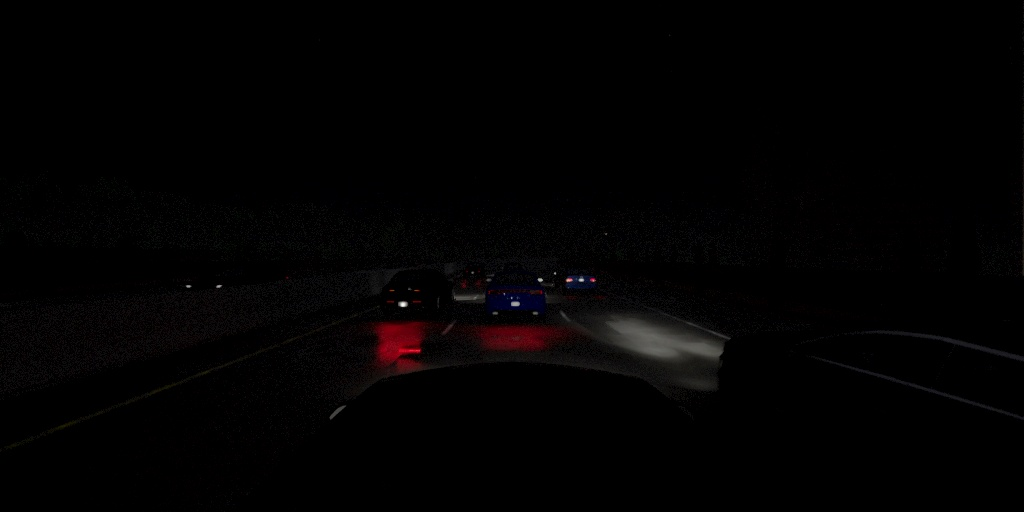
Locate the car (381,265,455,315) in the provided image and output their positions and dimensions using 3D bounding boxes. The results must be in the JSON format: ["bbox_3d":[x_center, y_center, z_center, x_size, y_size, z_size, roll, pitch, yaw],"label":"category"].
[{"bbox_3d":[-3.401,1.253,13.615,1.837,1.490,4.892,0,0,0],"label":"car"}]

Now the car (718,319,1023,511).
[{"bbox_3d":[3.600,1.241,2.733,2.128,1.511,4.902,0,0,0],"label":"car"}]

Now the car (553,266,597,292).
[{"bbox_3d":[3.597,1.295,21.092,2.033,1.411,5.357,0,0,0],"label":"car"}]

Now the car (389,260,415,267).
[{"bbox_3d":[-10.588,1.251,34.751,1.837,1.490,4.892,0,0,0],"label":"car"}]

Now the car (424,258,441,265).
[{"bbox_3d":[-14.008,1.148,63.412,2.097,1.767,4.553,0,0,0],"label":"car"}]

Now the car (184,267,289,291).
[{"bbox_3d":[-14.098,1.295,18.917,2.033,1.411,5.357,0,0,0],"label":"car"}]

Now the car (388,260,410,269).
[{"bbox_3d":[-17.519,1.345,55.640,1.895,1.301,4.718,0,0,0],"label":"car"}]

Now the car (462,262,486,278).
[{"bbox_3d":[-3.417,1.272,33.404,1.812,1.442,4.674,0,0,0],"label":"car"}]

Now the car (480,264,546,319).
[{"bbox_3d":[0.099,1.226,12.787,1.882,1.535,5.008,0,0,0],"label":"car"}]
